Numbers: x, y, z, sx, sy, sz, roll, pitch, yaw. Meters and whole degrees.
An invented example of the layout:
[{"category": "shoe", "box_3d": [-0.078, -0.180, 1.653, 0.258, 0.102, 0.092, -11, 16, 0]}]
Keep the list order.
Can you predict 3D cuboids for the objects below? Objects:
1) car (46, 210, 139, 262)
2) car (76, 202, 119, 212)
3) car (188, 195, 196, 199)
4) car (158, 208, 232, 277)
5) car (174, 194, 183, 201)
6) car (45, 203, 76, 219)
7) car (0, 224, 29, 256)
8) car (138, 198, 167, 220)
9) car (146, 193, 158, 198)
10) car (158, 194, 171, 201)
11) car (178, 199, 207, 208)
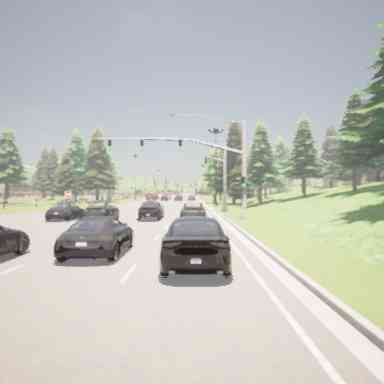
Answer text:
[{"category": "car", "box_3d": [-3.407, 1.580, 12.222, 1.994, 1.385, 4.181, 0, 0, 0]}, {"category": "car", "box_3d": [-6.914, 1.526, 25.723, 2.128, 1.511, 4.902, 0, 0, 0]}, {"category": "car", "box_3d": [-0.048, 1.658, 85.653, 1.994, 1.385, 4.181, 0, 0, 0]}, {"category": "car", "box_3d": [0.096, 1.491, 10.362, 1.882, 1.535, 5.008, 0, 0, 0]}, {"category": "car", "box_3d": [-3.548, 1.630, 85.234, 2.128, 1.511, 4.902, 0, 0, 0]}, {"category": "car", "box_3d": [-10.416, 1.601, 27.496, 1.994, 1.385, 4.181, 0, 0, 0]}, {"category": "car", "box_3d": [-6.912, 1.540, 10.332, 1.812, 1.442, 4.674, 0, 0, 0]}, {"category": "car", "box_3d": [-3.417, 1.542, 28.285, 1.837, 1.490, 4.892, 0, 0, 0]}, {"category": "car", "box_3d": [-10.548, 1.330, 85.260, 2.150, 2.045, 5.566, 0, 0, 0]}, {"category": "car", "box_3d": [-7.048, 1.605, 85.232, 1.837, 1.490, 4.892, 0, 0, 0]}, {"category": "car", "box_3d": [0.086, 1.525, 25.252, 2.128, 1.511, 4.902, 0, 0, 0]}]
